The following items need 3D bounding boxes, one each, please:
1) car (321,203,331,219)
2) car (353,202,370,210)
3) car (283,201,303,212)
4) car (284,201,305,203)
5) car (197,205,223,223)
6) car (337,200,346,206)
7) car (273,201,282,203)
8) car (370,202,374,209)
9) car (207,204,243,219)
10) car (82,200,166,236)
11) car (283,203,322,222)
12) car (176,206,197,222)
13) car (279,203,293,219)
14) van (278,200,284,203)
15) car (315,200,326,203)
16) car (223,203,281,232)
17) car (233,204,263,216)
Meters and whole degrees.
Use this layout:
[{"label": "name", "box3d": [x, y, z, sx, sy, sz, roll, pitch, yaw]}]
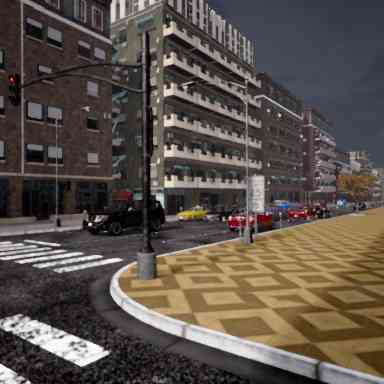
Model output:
[{"label": "car", "box3d": [13.777, 2.137, 36.126, 1.947, 1.339, 4.313, -2, -2, 35]}, {"label": "car", "box3d": [29.927, 2.578, 59.300, 1.947, 1.339, 4.313, -2, -2, 35]}, {"label": "car", "box3d": [16.643, 2.353, 54.783, 1.967, 1.590, 4.097, -2, -2, 35]}, {"label": "car", "box3d": [15.595, 2.347, 48.615, 2.033, 1.411, 5.357, -1, -1, 35]}, {"label": "car", "box3d": [2.834, 1.956, 30.472, 1.837, 1.490, 4.892, -1, 0, 35]}, {"label": "car", "box3d": [39.156, 2.874, 87.168, 1.690, 1.788, 3.998, -2, -2, 35]}, {"label": "car", "box3d": [10.183, 2.281, 45.510, 1.887, 1.381, 4.507, -2, -2, 35]}, {"label": "car", "box3d": [36.387, 2.740, 68.569, 2.008, 1.369, 4.403, -2, -2, 35]}, {"label": "car", "box3d": [3.626, 2.083, 36.101, 1.752, 1.417, 4.829, -2, -2, 35]}, {"label": "car", "box3d": [-3.999, 1.489, 20.656, 2.150, 2.045, 5.566, -1, -1, 37]}, {"label": "car", "box3d": [10.546, 2.028, 31.492, 1.887, 1.381, 4.507, -2, -2, 35]}, {"label": "car", "box3d": [0.396, 1.995, 31.467, 1.752, 1.417, 4.829, -2, -2, 35]}, {"label": "car", "box3d": [8.259, 2.048, 32.662, 2.033, 1.411, 5.357, -1, -1, 35]}, {"label": "van", "box3d": [13.411, 2.166, 50.151, 1.690, 1.788, 3.998, -2, -2, 35]}, {"label": "car", "box3d": [26.332, 2.493, 68.691, 2.192, 1.841, 5.009, -2, -2, 35]}, {"label": "car", "box3d": [4.085, 1.747, 22.225, 1.967, 1.590, 4.097, -2, -2, 35]}, {"label": "car", "box3d": [6.954, 2.214, 40.875, 1.947, 1.339, 4.313, -2, -2, 35]}]
